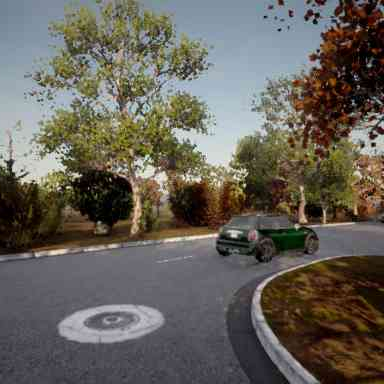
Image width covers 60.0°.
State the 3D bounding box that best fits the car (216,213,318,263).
[{"bbox_3d":[3.107,1.631,13.257,4.553,1.767,2.097,2,-3,-41],"label":"car"}]

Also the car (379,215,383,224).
[{"bbox_3d":[26.401,3.243,42.792,4.553,1.767,2.097,2,-2,-22],"label":"car"}]
